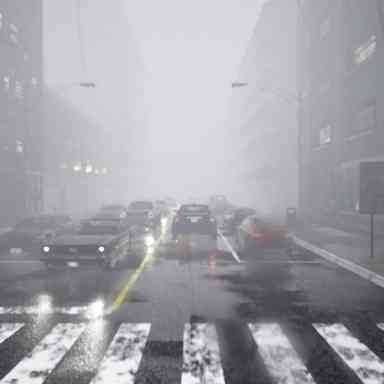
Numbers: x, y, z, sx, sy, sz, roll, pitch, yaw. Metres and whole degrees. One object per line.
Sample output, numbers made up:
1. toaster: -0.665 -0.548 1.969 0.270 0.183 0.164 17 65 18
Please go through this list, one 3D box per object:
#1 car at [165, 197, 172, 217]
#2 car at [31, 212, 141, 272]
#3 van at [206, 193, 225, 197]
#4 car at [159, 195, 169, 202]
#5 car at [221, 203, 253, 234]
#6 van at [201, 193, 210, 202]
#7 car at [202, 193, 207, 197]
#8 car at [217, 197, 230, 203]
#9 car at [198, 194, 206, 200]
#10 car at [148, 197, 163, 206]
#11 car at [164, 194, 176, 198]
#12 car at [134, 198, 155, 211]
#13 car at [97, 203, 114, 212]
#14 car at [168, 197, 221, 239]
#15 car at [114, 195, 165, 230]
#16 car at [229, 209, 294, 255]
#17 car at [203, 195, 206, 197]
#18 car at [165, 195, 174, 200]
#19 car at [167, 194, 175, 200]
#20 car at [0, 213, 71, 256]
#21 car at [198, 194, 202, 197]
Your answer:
1. car: -3.069 1.437 30.253 1.812 1.442 4.674 0 0 0
2. car: -3.088 1.567 10.847 1.895 1.301 4.718 0 0 0
3. van: 2.702 1.239 35.001 1.690 1.788 3.998 0 0 0
4. car: -5.659 1.340 67.989 1.752 1.417 4.829 0 0 0
5. car: 2.694 1.510 18.431 1.947 1.339 4.313 0 0 0
6. van: 2.720 1.155 68.142 1.690 1.788 3.998 -1 0 0
7. car: 2.716 1.366 57.265 1.752 1.417 4.829 -1 0 0
8. car: 2.700 1.458 29.478 1.887 1.381 4.507 0 0 0
9. car: 2.735 1.315 90.235 2.008 1.369 4.403 -1 0 0
10. car: -5.668 1.437 51.589 1.802 1.307 4.206 0 0 0
11. car: -3.005 1.402 43.112 1.812 1.442 4.674 0 0 0
12. car: -5.674 1.428 40.542 1.887 1.381 4.507 0 0 0
13. car: -5.684 1.494 23.972 1.947 1.339 4.313 0 0 0
14. car: 0.110 1.300 17.052 2.097 1.767 4.553 0 0 0
15. car: -3.077 1.290 20.571 2.097 1.767 4.553 0 0 0
16. car: 2.691 1.542 12.908 1.802 1.307 4.206 0 0 0
17. car: 2.707 1.449 40.525 1.947 1.339 4.313 0 0 0
18. car: -5.649 1.343 84.729 1.947 1.339 4.313 0 0 0
19. car: -5.646 1.309 90.253 1.887 1.381 4.507 0 0 0
20. car: -5.690 1.526 12.924 1.947 1.339 4.313 0 0 0
21. car: 0.128 1.392 46.912 1.812 1.442 4.674 0 0 0
